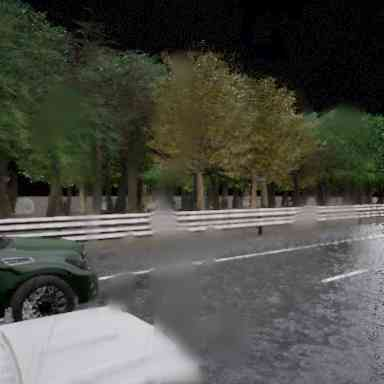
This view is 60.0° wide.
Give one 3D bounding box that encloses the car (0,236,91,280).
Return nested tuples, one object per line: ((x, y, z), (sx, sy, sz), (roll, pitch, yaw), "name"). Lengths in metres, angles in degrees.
((-4.314, 1.223, 4.987), (5.566, 2.045, 2.150), (0, 0, -36), "car")

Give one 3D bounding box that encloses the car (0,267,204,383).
((-2.198, 1.602, 2.179), (4.718, 1.301, 1.895), (0, 0, -35), "car")
